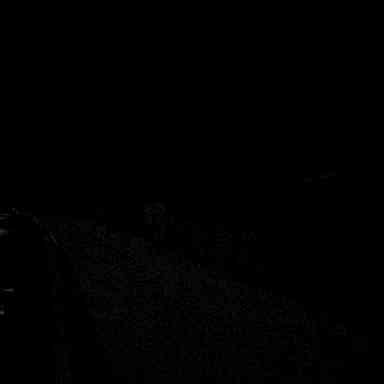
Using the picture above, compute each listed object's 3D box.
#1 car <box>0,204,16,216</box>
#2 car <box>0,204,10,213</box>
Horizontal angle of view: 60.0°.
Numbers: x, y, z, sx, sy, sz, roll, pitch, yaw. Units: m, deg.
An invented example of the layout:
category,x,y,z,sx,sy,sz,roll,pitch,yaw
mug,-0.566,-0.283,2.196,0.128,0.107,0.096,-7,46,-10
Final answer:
category,x,y,z,sx,sy,sz,roll,pitch,yaw
car,-25.519,2.495,45.831,1.994,1.385,4.181,1,-1,-33
car,-31.150,2.657,54.104,2.033,1.411,5.357,1,-2,-35
